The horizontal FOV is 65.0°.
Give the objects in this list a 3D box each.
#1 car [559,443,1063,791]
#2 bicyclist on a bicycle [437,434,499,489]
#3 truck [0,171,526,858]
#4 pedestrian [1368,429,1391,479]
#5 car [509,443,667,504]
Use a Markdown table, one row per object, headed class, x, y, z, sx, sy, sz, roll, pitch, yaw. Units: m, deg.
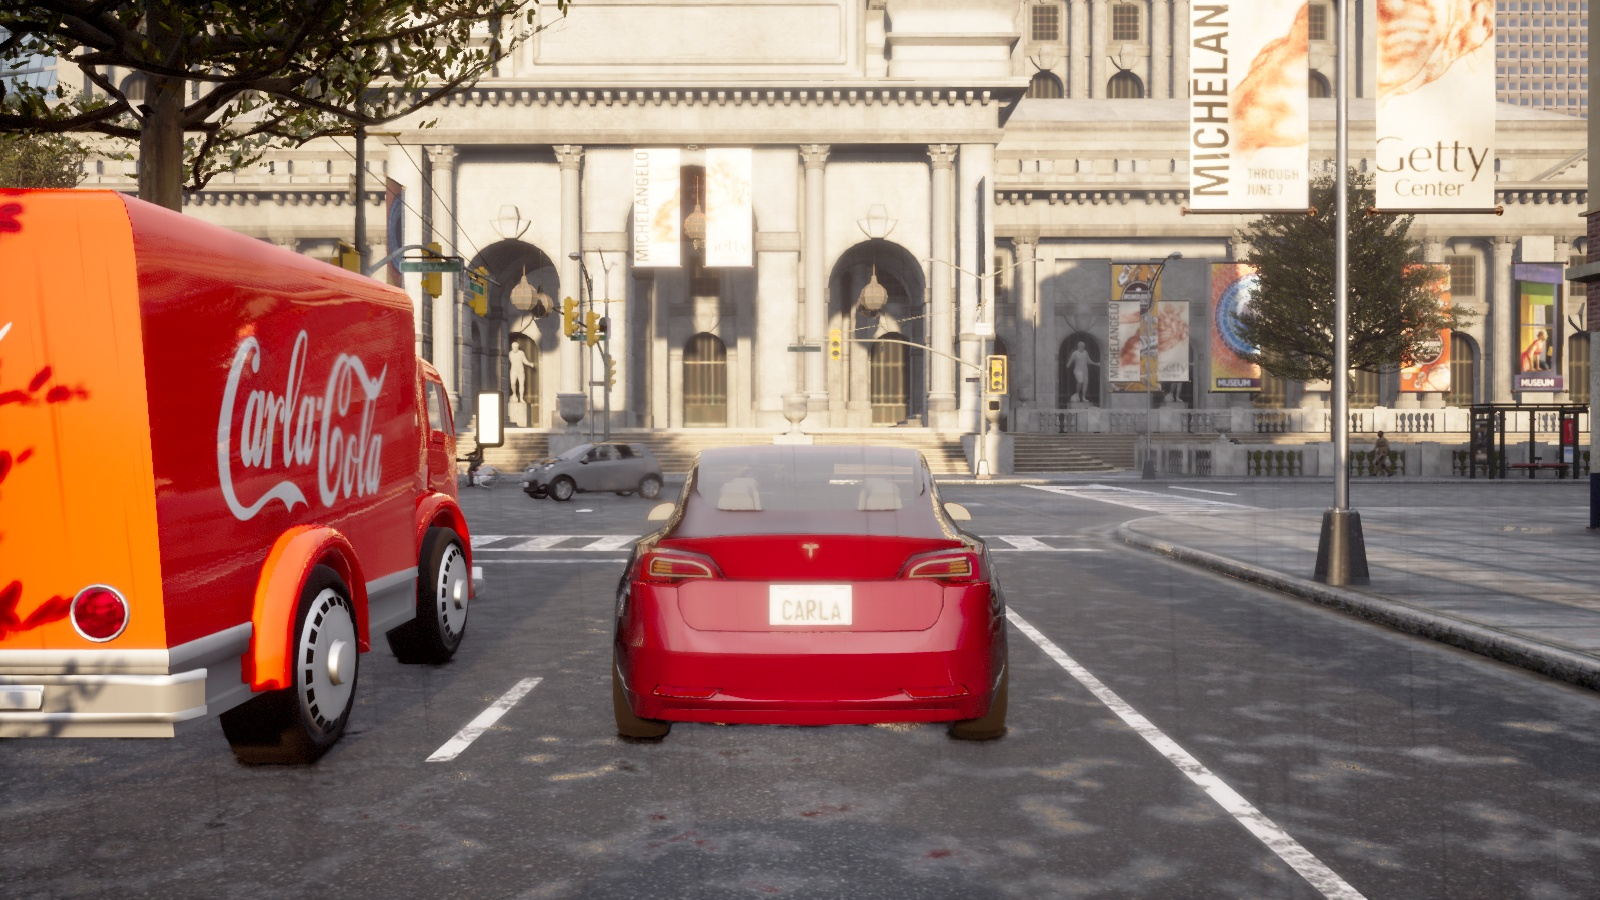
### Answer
| class | x | y | z | sx | sy | sz | roll | pitch | yaw |
| --- | --- | --- | --- | --- | --- | --- | --- | --- | --- |
| car | 0.058 | 0.702 | 7.783 | 2.163 | 1.488 | 4.792 | 0 | 0 | 0 |
| bicyclist on a bicycle | -10.861 | 0.376 | 41.087 | 1.843 | 1.776 | 0.659 | 0 | 0 | 1 |
| truck | -3.445 | 0.217 | 7.117 | 2.627 | 2.467 | 5.204 | 0 | 0 | 0 |
| pedestrian | 22.158 | 0.150 | 47.987 | 0.692 | 1.930 | 0.396 | 0 | 0 | -8 |
| car | -5.547 | 0.570 | 32.933 | 3.633 | 1.501 | 1.845 | 0 | 0 | -35 |
